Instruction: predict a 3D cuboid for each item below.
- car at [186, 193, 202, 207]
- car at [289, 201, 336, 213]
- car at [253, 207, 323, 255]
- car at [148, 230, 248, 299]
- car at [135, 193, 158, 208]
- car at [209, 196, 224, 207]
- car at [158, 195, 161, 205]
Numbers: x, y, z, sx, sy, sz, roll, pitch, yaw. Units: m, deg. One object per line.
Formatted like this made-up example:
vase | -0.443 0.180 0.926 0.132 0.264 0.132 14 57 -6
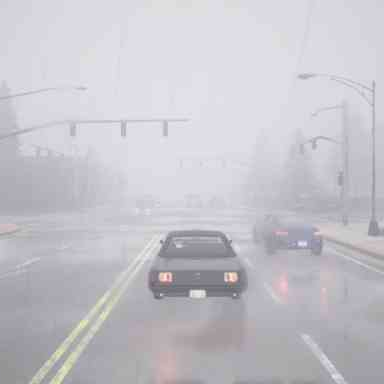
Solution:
car | 0.324 1.219 51.790 2.150 2.045 5.566 0 0 0
car | 12.984 1.599 36.169 4.718 1.301 1.895 0 0 0
car | 3.637 1.525 13.174 1.812 1.442 4.674 0 0 0
car | 0.099 1.600 8.383 1.895 1.301 4.718 0 0 0
car | -6.860 1.219 49.014 2.150 2.045 5.566 0 0 1
car | 3.826 1.350 52.376 2.097 1.767 4.553 0 0 0
car | -6.799 1.350 60.033 2.097 1.767 4.553 0 0 1
